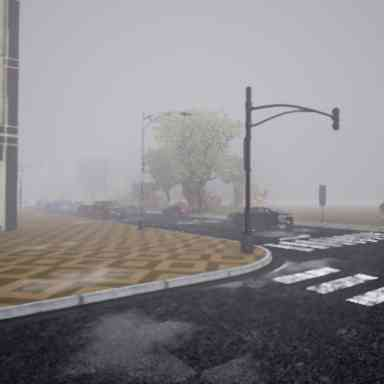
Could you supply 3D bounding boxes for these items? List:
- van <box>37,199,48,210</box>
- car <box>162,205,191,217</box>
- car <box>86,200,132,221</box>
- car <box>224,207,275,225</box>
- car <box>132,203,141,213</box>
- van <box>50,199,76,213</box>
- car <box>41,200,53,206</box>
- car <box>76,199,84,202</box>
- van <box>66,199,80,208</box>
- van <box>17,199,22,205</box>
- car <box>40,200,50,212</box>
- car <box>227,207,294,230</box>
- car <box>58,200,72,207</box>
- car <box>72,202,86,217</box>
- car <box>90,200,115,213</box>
[{"bbox_3d":[-24.395,2.102,54.852,1.690,1.788,3.998,0,-1,-36],"label":"van"},{"bbox_3d":[-1.736,2.095,37.223,1.802,1.307,4.206,0,-1,-36],"label":"car"},{"bbox_3d":[-8.173,1.744,32.356,2.192,1.841,5.009,0,-1,-36],"label":"car"},{"bbox_3d":[4.806,1.964,28.277,1.802,1.307,4.206,0,-1,-36],"label":"car"},{"bbox_3d":[-8.323,2.195,46.135,2.008,1.369,4.403,0,-1,-36],"label":"car"},{"bbox_3d":[-17.876,1.970,45.876,1.690,1.788,3.998,0,-1,-36],"label":"van"},{"bbox_3d":[-37.629,2.805,86.482,1.947,1.339,4.313,0,-1,-36],"label":"car"},{"bbox_3d":[-19.231,2.276,56.803,1.882,1.535,5.008,1,-1,-36],"label":"car"},{"bbox_3d":[-24.606,2.317,68.551,1.690,1.788,3.998,0,-1,-36],"label":"van"},{"bbox_3d":[-40.696,2.433,77.295,1.690,1.788,3.998,0,-1,-36],"label":"van"},{"bbox_3d":[-21.133,2.277,50.362,1.802,1.307,4.206,0,-1,-36],"label":"car"},{"bbox_3d":[4.882,1.801,23.603,2.128,1.511,4.902,1,-1,-36],"label":"car"},{"bbox_3d":[-27.861,2.482,73.034,1.967,1.590,4.097,0,-1,-36],"label":"car"},{"bbox_3d":[-11.393,2.061,36.869,1.947,1.339,4.313,0,-1,-36],"label":"car"},{"bbox_3d":[-13.154,2.028,48.528,2.097,1.767,4.553,1,-1,-36],"label":"car"}]
